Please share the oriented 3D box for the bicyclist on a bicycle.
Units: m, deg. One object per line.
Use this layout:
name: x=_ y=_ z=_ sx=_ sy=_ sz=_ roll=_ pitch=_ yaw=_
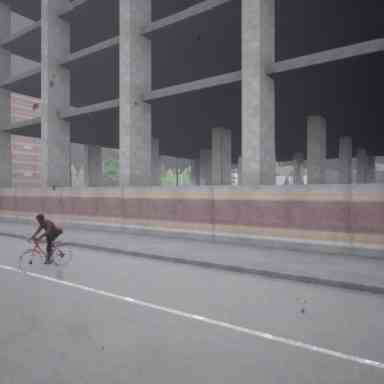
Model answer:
bicyclist on a bicycle: x=-4.189 y=1.448 z=9.577 sx=0.582 sy=1.620 sz=1.656 roll=0 pitch=2 yaw=35
